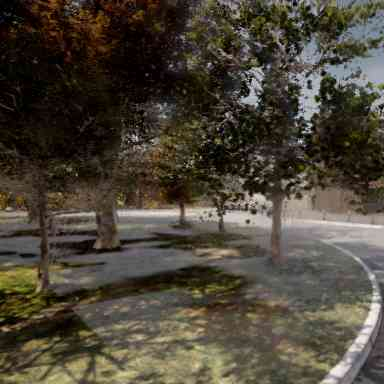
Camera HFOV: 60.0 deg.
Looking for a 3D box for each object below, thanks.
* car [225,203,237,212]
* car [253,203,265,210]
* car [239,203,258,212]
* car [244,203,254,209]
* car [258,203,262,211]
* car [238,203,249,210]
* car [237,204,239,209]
[{"bbox_3d":[5.072,2.224,49.441,2.033,1.411,5.357,0,-2,13],"label":"car"},{"bbox_3d":[14.536,3.192,72.150,2.128,1.511,4.902,0,-2,16],"label":"car"},{"bbox_3d":[8.551,2.335,50.028,1.895,1.301,4.718,0,-2,13],"label":"car"},{"bbox_3d":[14.188,3.496,82.563,1.895,1.301,4.718,0,-2,16],"label":"car"},{"bbox_3d":[11.677,2.849,62.234,1.895,1.301,4.718,0,-2,17],"label":"car"},{"bbox_3d":[11.416,3.184,73.061,1.812,1.442,4.674,0,-2,16],"label":"car"},{"bbox_3d":[8.500,2.736,62.938,1.837,1.490,4.892,0,-2,17],"label":"car"}]
